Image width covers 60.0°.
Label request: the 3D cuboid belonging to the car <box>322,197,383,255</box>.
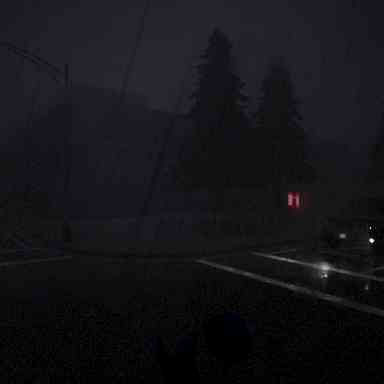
[{"bbox_3d":[7.698,1.248,13.745,5.566,2.045,2.150,0,0,-37],"label":"car"}]
